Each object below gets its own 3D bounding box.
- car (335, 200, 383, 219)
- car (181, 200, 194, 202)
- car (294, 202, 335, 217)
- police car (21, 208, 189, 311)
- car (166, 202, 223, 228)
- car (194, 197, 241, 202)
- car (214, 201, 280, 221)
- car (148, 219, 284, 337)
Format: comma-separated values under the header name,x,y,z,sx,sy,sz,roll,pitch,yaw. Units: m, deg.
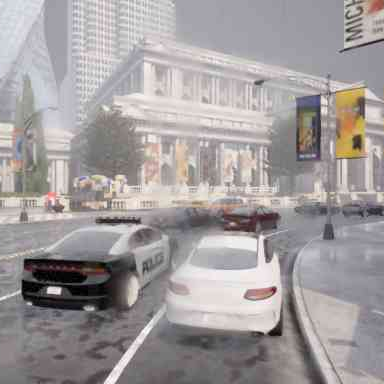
name,x,y,z,sx,sy,sz,roll,pitch,yaw
car,15.421,1.494,29.632,4.902,1.511,2.128,0,0,-31
car,-0.270,1.476,31.025,5.008,1.535,1.882,0,0,-44
car,12.020,1.603,31.670,4.718,1.301,1.895,0,0,-32
police car,-1.704,1.424,8.040,1.930,1.638,5.238,0,0,13
car,-0.302,1.547,19.776,2.033,1.411,5.357,0,0,32
car,2.780,1.352,29.091,4.553,1.767,2.097,0,0,-42
car,3.483,1.478,19.073,1.882,1.535,5.008,0,0,34
car,0.836,1.525,6.696,1.812,1.442,4.674,0,0,13
